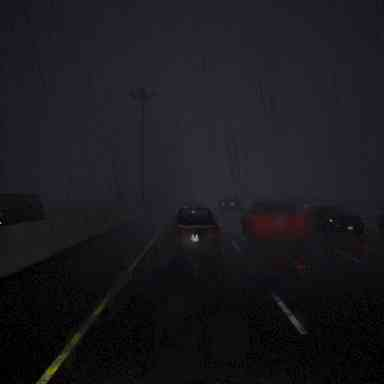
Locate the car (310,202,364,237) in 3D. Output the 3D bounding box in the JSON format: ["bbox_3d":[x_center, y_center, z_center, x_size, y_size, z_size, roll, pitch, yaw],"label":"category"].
[{"bbox_3d":[7.118,1.410,17.240,1.812,1.442,4.674,0,0,0],"label":"car"}]

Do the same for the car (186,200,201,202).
[{"bbox_3d":[0.133,1.394,30.631,1.895,1.301,4.718,0,0,0],"label":"car"}]

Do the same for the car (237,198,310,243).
[{"bbox_3d":[3.615,1.247,15.653,2.097,1.767,4.553,0,0,0],"label":"car"}]

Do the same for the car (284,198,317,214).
[{"bbox_3d":[10.635,1.346,32.939,1.994,1.385,4.181,0,0,0],"label":"car"}]

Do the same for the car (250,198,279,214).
[{"bbox_3d":[7.136,1.345,33.046,1.994,1.385,4.181,0,0,0],"label":"car"}]

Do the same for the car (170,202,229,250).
[{"bbox_3d":[0.111,1.398,13.890,2.128,1.511,4.902,0,0,0],"label":"car"}]

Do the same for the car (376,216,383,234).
[{"bbox_3d":[10.615,1.499,15.338,1.895,1.301,4.718,0,0,0],"label":"car"}]

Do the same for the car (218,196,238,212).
[{"bbox_3d":[3.634,1.138,32.126,2.097,1.767,4.553,0,0,0],"label":"car"}]

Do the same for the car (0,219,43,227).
[{"bbox_3d":[-10.580,1.089,19.256,2.150,2.045,5.566,0,0,0],"label":"car"}]
